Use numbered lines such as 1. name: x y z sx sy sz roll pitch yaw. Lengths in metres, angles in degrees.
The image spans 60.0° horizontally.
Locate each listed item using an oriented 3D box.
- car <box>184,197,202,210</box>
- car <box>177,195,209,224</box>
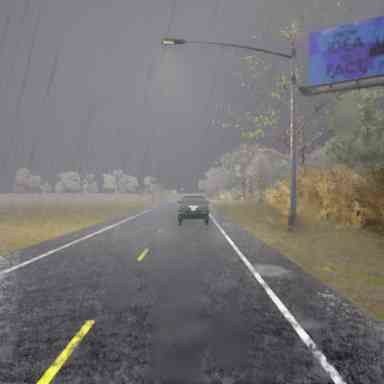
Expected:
1. car: 0.095 1.487 42.978 2.128 1.511 4.902 0 0 0
2. car: 0.098 1.219 24.570 2.150 2.045 5.566 0 0 0
